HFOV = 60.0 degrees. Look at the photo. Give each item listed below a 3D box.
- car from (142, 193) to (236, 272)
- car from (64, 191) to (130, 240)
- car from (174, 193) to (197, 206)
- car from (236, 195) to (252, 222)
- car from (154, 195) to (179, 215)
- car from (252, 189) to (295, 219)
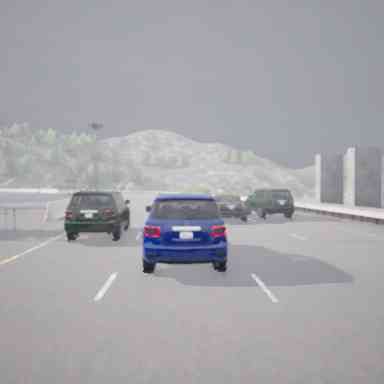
[{"bbox_3d":[-0.283,1.031,10.272,2.150,2.045,5.566,0,1,-3],"label":"car"},{"bbox_3d":[-4.158,0.943,15.324,2.150,2.045,5.566,0,1,-5],"label":"car"},{"bbox_3d":[-0.853,0.831,39.943,1.994,1.385,4.181,0,1,-12],"label":"car"},{"bbox_3d":[2.126,0.942,22.146,2.097,1.767,4.553,0,1,-7],"label":"car"},{"bbox_3d":[-2.285,1.004,28.514,1.812,1.442,4.674,0,1,-9],"label":"car"},{"bbox_3d":[5.451,0.773,24.046,2.150,2.045,5.566,0,1,-7],"label":"car"}]
